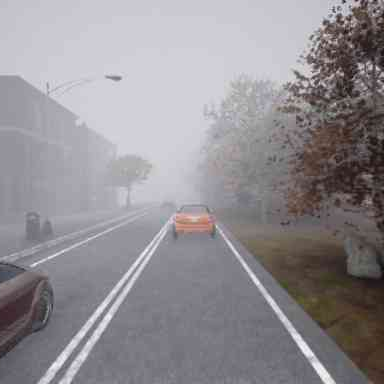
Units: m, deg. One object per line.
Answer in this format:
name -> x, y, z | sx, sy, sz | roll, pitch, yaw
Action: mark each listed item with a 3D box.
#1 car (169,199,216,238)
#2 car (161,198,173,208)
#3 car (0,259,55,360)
car -> 0.100, 1.349, 17.932 | 2.097, 1.767, 4.553 | 0, 0, 0
car -> -3.329, 1.533, 47.670 | 2.033, 1.411, 5.357 | 0, 0, 0
car -> -3.350, 1.564, 4.026 | 1.994, 1.385, 4.181 | 0, 0, 0
